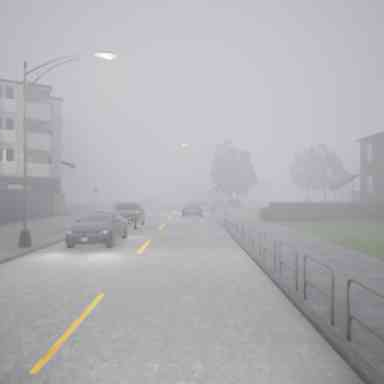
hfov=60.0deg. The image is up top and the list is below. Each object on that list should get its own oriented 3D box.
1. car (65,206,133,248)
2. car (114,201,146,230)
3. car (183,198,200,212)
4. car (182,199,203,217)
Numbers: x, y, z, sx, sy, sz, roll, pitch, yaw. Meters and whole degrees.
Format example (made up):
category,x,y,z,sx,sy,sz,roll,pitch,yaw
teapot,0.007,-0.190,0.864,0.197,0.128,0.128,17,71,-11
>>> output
category,x,y,z,sx,sy,sz,roll,pitch,yaw
car,-4.118,1.573,15.072,1.812,1.442,4.674,0,0,0
car,-4.035,1.371,20.709,1.837,1.490,4.892,0,0,0
car,-0.026,1.625,42.870,2.128,1.511,4.902,0,0,0
car,0.023,1.664,32.110,1.994,1.385,4.181,0,0,0
